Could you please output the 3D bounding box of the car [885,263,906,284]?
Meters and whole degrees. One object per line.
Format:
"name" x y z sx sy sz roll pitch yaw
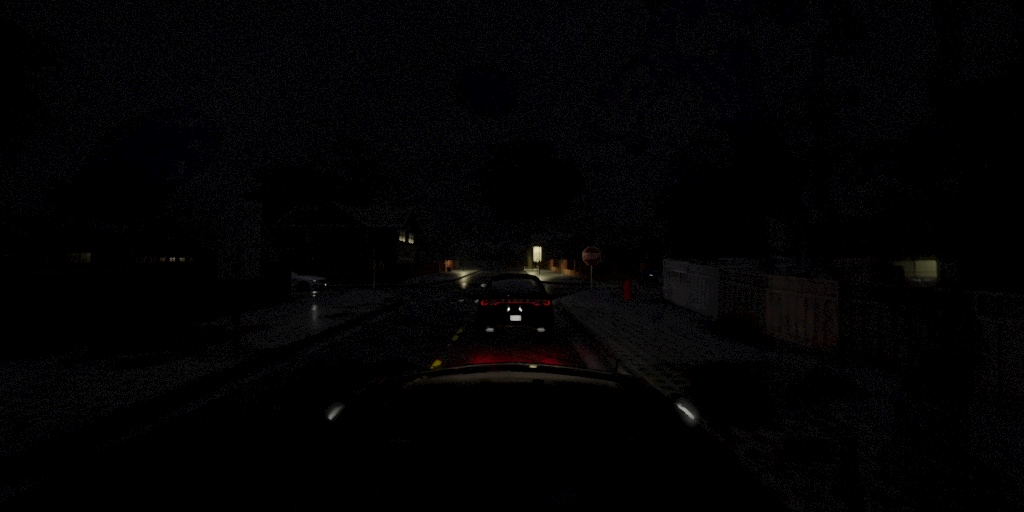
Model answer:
"car" 22.451 1.019 23.361 5.008 1.535 1.882 -1 -2 1

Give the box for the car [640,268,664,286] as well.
"car" 10.985 1.162 23.486 5.008 1.535 1.882 0 -2 1

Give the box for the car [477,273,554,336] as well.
"car" 0.080 1.241 10.497 1.882 1.535 5.008 0 0 0

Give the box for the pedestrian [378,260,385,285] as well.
"pedestrian" -9.718 1.199 26.636 0.375 1.860 0.375 0 -1 1

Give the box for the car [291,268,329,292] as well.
"car" -13.128 1.420 20.785 4.674 1.442 1.812 -1 -2 0
